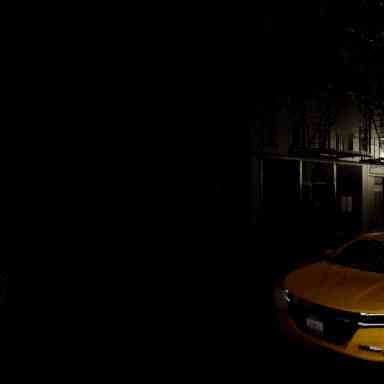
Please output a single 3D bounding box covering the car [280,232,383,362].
[{"bbox_3d":[3.658,1.478,5.852,5.008,1.535,1.882,0,0,-35],"label":"car"}]
